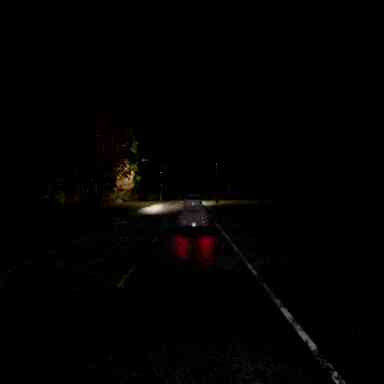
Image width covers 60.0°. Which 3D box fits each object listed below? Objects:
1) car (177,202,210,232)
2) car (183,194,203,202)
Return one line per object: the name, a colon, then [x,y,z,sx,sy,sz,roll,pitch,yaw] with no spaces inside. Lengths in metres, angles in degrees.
car: [0.097,1.547,20.256,1.812,1.442,4.674,0,0,0]
car: [0.096,1.293,38.702,2.150,2.045,5.566,0,0,0]
